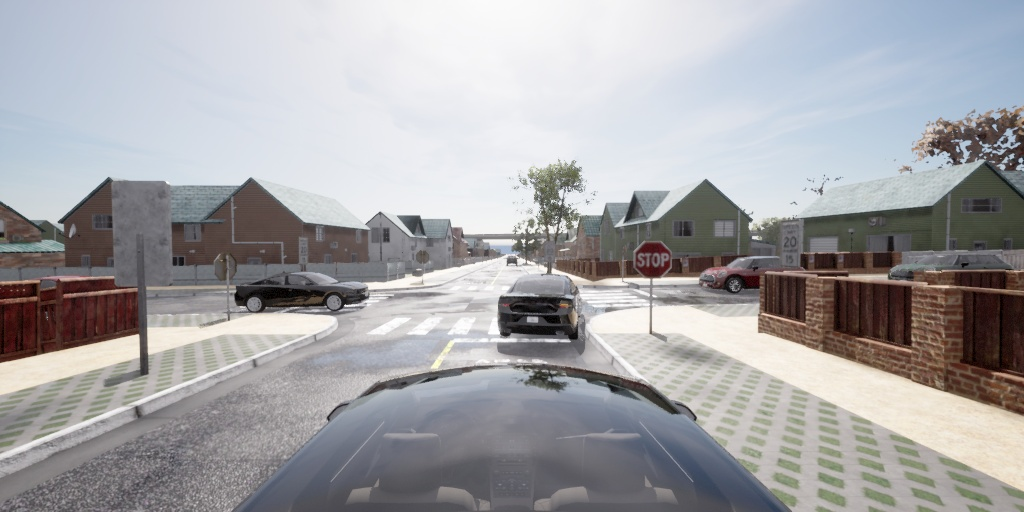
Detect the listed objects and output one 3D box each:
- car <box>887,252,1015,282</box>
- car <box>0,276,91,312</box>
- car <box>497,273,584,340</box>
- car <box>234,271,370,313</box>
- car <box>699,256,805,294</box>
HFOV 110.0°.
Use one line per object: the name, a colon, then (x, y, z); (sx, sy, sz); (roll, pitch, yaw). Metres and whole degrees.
car: (21.702, 0.646, 17.838); (4.553, 1.767, 2.097); (-1, 2, 0)
car: (-18.021, 1.546, 14.623); (5.008, 1.535, 1.882); (-1, 2, 0)
car: (0.958, 1.224, 10.158); (1.882, 1.535, 5.008); (0, 0, 12)
car: (-8.468, 1.376, 14.685); (5.008, 1.535, 1.882); (-1, 2, 0)
car: (11.807, 0.820, 17.767); (4.553, 1.767, 2.097); (-1, 2, 0)
